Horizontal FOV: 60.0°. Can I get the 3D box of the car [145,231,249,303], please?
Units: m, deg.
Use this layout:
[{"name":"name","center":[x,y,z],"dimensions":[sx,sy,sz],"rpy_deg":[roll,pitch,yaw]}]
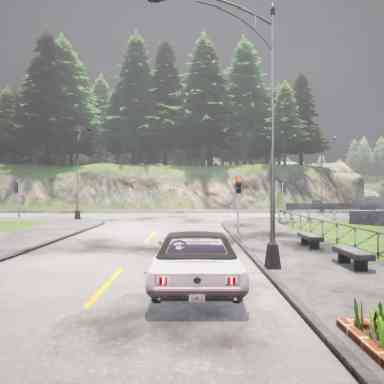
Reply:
[{"name":"car","center":[0.097,1.601,8.139],"dimensions":[1.895,1.301,4.718],"rpy_deg":[0,0,0]}]
